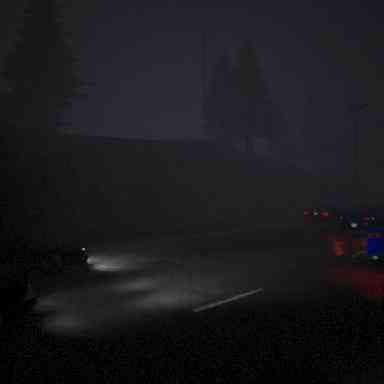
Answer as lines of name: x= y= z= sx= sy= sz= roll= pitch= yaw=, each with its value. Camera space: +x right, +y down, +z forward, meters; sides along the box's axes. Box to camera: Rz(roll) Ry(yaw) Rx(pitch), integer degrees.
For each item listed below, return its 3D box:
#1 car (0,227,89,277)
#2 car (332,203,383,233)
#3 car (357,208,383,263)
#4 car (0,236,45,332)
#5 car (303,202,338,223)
car: x=-5.529 y=1.558 z=8.465 sx=5.357 sy=1.411 sz=2.033 roll=0 pitch=0 yaw=-37
car: x=9.504 y=1.401 z=17.810 sx=1.812 sy=1.442 sz=4.674 roll=0 pitch=0 yaw=45
car: x=7.267 y=1.392 z=10.641 sx=5.008 sy=1.535 sz=1.882 roll=-1 pitch=0 yaw=-44
car: x=-4.848 y=1.620 z=4.675 sx=4.718 sy=1.301 sz=1.895 roll=-1 pitch=0 yaw=-35
car: x=9.576 y=1.406 z=22.819 sx=2.033 sy=1.411 sz=5.357 roll=0 pitch=0 yaw=44
